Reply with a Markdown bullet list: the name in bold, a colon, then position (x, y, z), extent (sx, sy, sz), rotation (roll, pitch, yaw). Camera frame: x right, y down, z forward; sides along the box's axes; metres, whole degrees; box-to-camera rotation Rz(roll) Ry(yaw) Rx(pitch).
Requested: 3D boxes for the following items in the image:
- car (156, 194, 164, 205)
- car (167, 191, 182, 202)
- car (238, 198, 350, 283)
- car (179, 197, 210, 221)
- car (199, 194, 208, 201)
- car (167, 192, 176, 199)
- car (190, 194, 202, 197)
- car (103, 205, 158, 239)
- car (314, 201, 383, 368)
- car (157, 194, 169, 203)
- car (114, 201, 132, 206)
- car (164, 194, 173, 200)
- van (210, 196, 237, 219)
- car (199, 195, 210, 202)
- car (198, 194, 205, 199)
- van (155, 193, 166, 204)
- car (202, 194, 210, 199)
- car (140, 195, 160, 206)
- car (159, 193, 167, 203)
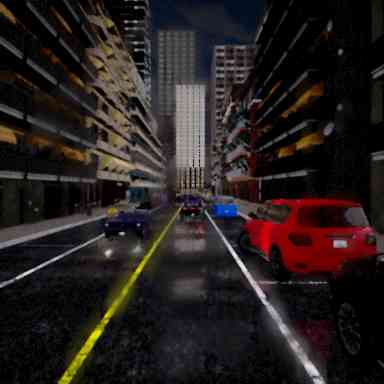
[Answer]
- **car**: position (-5.708, 1.388, 49.365), extent (1.887, 1.381, 4.507), rotation (0, 0, 0)
- **car**: position (-3.012, 0.760, 58.423), extent (2.150, 2.045, 5.566), rotation (0, 0, 0)
- **car**: position (3.033, 1.189, 9.781), extent (2.150, 2.045, 5.566), rotation (0, 0, -3)
- **car**: position (0.062, 1.406, 26.333), extent (2.128, 1.511, 4.902), rotation (0, 0, 0)
- **car**: position (2.667, 1.290, 77.141), extent (1.752, 1.417, 4.829), rotation (-1, 0, 0)
- **car**: position (-5.719, 1.037, 93.551), extent (2.192, 1.841, 5.009), rotation (-1, 0, 0)
- **car**: position (0.083, 1.370, 48.941), extent (1.812, 1.442, 4.674), rotation (0, 0, 0)
- **car**: position (-3.103, 1.544, 17.029), extent (1.895, 1.301, 4.718), rotation (0, 0, 0)
- **car**: position (3.106, 1.219, 2.623), extent (2.150, 2.045, 5.566), rotation (0, 0, 0)
- **car**: position (-5.712, 1.236, 65.935), extent (1.967, 1.590, 4.097), rotation (-1, 0, 0)
- **car**: position (-5.704, 1.436, 27.101), extent (1.752, 1.417, 4.829), rotation (0, 0, 0)
- **car**: position (-5.715, 1.316, 82.506), extent (1.947, 1.339, 4.313), rotation (-1, 0, 0)
- **van**: position (2.675, 1.252, 27.260), extent (1.690, 1.788, 3.998), rotation (-1, 0, 0)
- **car**: position (2.668, 1.331, 71.447), extent (2.008, 1.369, 4.403), rotation (-1, 0, 0)
- **car**: position (2.665, 1.266, 93.540), extent (1.887, 1.381, 4.507), rotation (-1, 0, 0)
- **van**: position (-5.712, 1.152, 60.412), extent (1.690, 1.788, 3.998), rotation (-1, 0, 0)
- **car**: position (2.673, 1.394, 49.353), extent (2.008, 1.369, 4.403), rotation (-1, 0, 0)
- **car**: position (-5.706, 1.426, 43.841), extent (1.947, 1.339, 4.313), rotation (0, 0, 0)
- **car**: position (-5.709, 1.372, 54.889), extent (1.887, 1.381, 4.507), rotation (0, 0, 0)
